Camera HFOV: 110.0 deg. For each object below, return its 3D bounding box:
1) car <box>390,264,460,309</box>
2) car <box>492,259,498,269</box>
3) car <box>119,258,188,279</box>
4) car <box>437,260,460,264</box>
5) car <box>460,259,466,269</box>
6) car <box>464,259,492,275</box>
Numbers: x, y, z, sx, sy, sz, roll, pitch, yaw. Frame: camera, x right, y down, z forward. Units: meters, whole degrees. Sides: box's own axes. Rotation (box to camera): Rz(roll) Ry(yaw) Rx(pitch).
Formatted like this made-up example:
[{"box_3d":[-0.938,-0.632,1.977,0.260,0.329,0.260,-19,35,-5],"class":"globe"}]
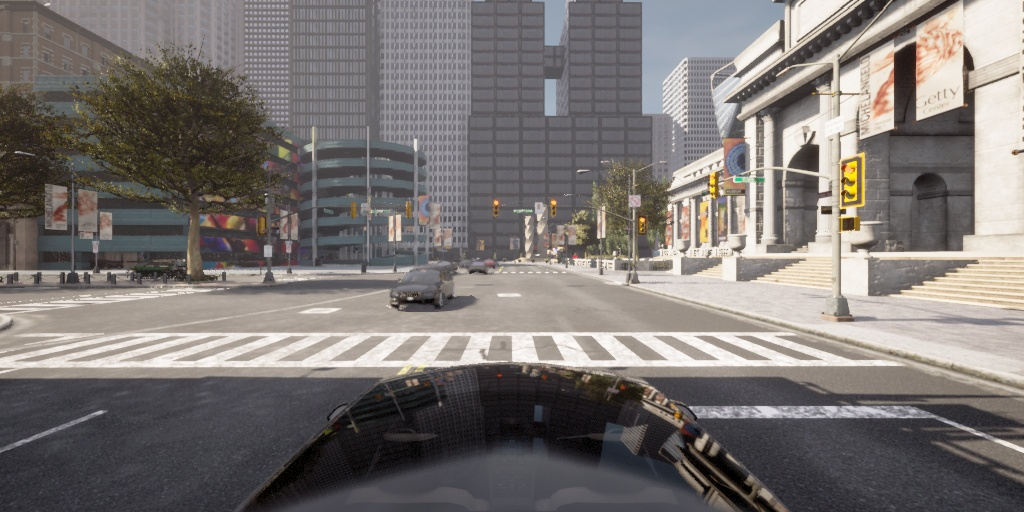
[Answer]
[{"box_3d":[-3.593,1.254,15.084,1.837,1.490,4.892,0,0,0],"class":"car"},{"box_3d":[-3.578,1.228,55.977,1.882,1.535,5.008,0,0,0],"class":"car"},{"box_3d":[-31.192,1.102,31.794,4.553,1.767,2.097,0,0,0],"class":"car"},{"box_3d":[-7.084,1.227,38.176,1.882,1.535,5.008,0,0,0],"class":"car"},{"box_3d":[-7.077,1.250,55.893,1.837,1.490,4.892,0,1,0],"class":"car"},{"box_3d":[-3.582,1.297,38.998,2.033,1.411,5.357,0,0,0],"class":"car"}]
